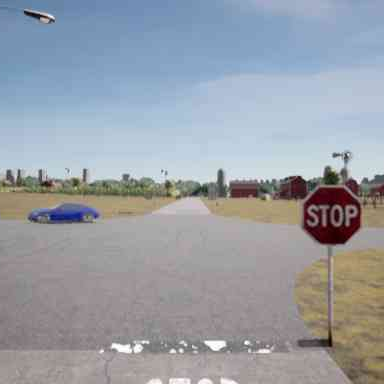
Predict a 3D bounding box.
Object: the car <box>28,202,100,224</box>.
[{"bbox_3d":[-8.755,1.447,23.059,4.674,1.442,1.812,2,0,-31],"label":"car"}]
